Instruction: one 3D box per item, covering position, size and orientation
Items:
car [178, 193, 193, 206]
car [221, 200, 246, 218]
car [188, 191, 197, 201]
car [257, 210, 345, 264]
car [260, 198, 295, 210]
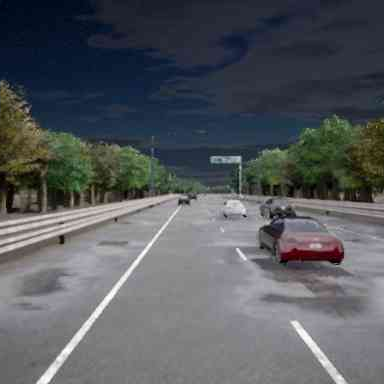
[{"bbox_3d":[-1.226,1.358,52.389,1.882,1.535,5.008,0,0,0],"label":"car"},{"bbox_3d":[3.600,1.446,29.344,1.812,1.442,4.674,0,0,0],"label":"car"},{"bbox_3d":[-0.001,0.901,71.441,2.150,2.045,5.566,0,0,0],"label":"car"},{"bbox_3d":[3.600,1.530,11.694,1.994,1.385,4.181,0,0,0],"label":"car"},{"bbox_3d":[7.099,1.276,27.990,2.097,1.767,4.553,0,0,0],"label":"car"}]
